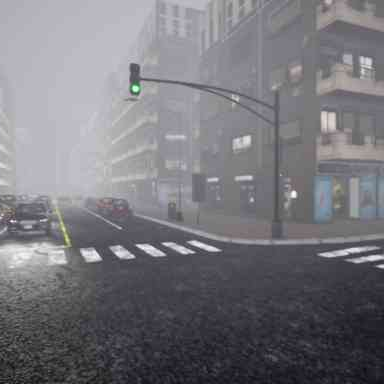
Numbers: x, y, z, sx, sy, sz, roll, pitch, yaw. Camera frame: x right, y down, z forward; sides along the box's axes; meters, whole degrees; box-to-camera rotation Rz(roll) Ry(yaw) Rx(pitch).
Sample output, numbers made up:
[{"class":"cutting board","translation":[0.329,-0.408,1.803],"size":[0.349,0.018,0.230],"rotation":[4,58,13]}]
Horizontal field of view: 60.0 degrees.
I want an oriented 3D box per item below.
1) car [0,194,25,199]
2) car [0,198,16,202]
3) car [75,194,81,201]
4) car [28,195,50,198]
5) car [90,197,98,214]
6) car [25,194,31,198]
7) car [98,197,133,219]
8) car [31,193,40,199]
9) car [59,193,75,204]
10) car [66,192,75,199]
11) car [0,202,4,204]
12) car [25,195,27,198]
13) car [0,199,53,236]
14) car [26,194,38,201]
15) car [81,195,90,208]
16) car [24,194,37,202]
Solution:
[{"class":"car","translation":[-16.027,1.125,28.690],"size":[2.192,1.841,5.009],"rotation":[0,0,-23]},{"class":"car","translation":[-13.734,1.366,23.306],"size":[1.752,1.417,4.829],"rotation":[0,0,-23]},{"class":"car","translation":[-21.666,1.153,63.346],"size":[2.008,1.369,4.403],"rotation":[0,0,-23]},{"class":"car","translation":[-16.115,1.330,35.546],"size":[1.994,1.385,4.181],"rotation":[0,0,-23]},{"class":"car","translation":[-8.316,1.214,31.974],"size":[1.967,1.590,4.097],"rotation":[0,0,-23]},{"class":"car","translation":[-20.476,1.191,39.148],"size":[1.967,1.590,4.097],"rotation":[0,0,-23]},{"class":"car","translation":[-6.091,1.244,26.745],"size":[1.967,1.590,4.097],"rotation":[0,0,-23]},{"class":"car","translation":[-40.502,1.070,86.206],"size":[1.947,1.339,4.313],"rotation":[0,0,-23]},{"class":"car","translation":[-21.341,1.140,55.824],"size":[2.128,1.511,4.902],"rotation":[0,0,-23]},{"class":"car","translation":[-32.792,0.908,89.489],"size":[1.967,1.590,4.097],"rotation":[0,0,-23]},{"class":"car","translation":[-11.575,1.436,18.234],"size":[1.947,1.339,4.313],"rotation":[0,0,-23]},{"class":"car","translation":[-18.184,1.307,33.763],"size":[1.752,1.417,4.829],"rotation":[0,0,-23]},{"class":"car","translation":[-8.570,1.359,17.807],"size":[2.128,1.511,4.902],"rotation":[0,0,-22]},{"class":"car","translation":[-33.827,1.135,70.520],"size":[2.008,1.369,4.403],"rotation":[0,0,-23]},{"class":"car","translation":[-12.765,1.297,42.432],"size":[1.802,1.307,4.206],"rotation":[0,0,-23]},{"class":"car","translation":[-31.601,1.162,65.291],"size":[2.008,1.369,4.403],"rotation":[0,0,-23]}]
